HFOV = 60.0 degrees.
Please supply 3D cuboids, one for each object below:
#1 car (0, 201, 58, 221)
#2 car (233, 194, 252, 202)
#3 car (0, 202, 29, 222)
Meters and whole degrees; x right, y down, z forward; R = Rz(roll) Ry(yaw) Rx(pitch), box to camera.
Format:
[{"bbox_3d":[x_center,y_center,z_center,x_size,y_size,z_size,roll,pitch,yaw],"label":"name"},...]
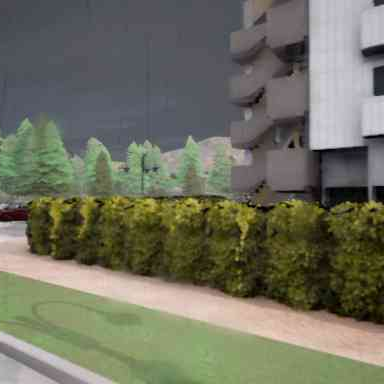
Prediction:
[{"bbox_3d":[-14.534,1.598,29.381,1.812,1.442,4.674,0,0,37],"label":"car"},{"bbox_3d":[6.748,1.250,39.968,2.150,2.045,5.566,0,0,37],"label":"car"},{"bbox_3d":[-13.534,1.542,24.914,1.882,1.535,5.008,0,0,37],"label":"car"}]
